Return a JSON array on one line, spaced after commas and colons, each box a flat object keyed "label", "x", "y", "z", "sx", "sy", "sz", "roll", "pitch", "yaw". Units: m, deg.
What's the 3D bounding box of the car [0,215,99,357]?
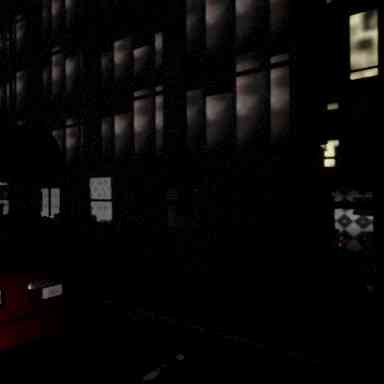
[{"label": "car", "x": -3.669, "y": 1.311, "z": 5.506, "sx": 5.009, "sy": 1.841, "sz": 2.192, "roll": 0, "pitch": 0, "yaw": 36}]
